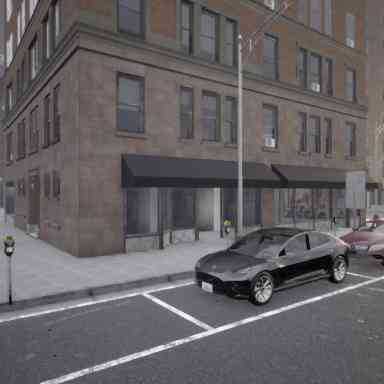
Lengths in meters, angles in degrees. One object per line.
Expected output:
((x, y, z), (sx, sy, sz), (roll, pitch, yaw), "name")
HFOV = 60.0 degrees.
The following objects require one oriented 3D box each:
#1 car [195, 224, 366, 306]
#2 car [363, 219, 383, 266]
((2.077, 1.566, 8.049), (4.313, 1.339, 1.947), (0, 0, -36), "car")
((6.540, 1.582, 11.267), (4.206, 1.307, 1.802), (0, 0, -36), "car")
